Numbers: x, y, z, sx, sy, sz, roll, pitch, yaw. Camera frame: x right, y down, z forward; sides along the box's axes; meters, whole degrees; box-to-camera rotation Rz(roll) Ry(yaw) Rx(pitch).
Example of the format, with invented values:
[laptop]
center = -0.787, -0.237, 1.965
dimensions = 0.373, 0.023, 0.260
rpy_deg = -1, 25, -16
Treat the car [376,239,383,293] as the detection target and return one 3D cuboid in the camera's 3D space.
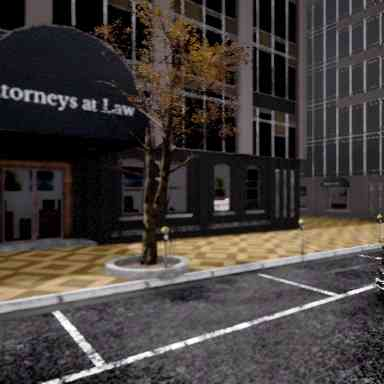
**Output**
[car]
center = 6.221, 1.638, 7.811
dimensions = 4.892, 1.490, 1.837
rpy_deg = 2, -1, -35
